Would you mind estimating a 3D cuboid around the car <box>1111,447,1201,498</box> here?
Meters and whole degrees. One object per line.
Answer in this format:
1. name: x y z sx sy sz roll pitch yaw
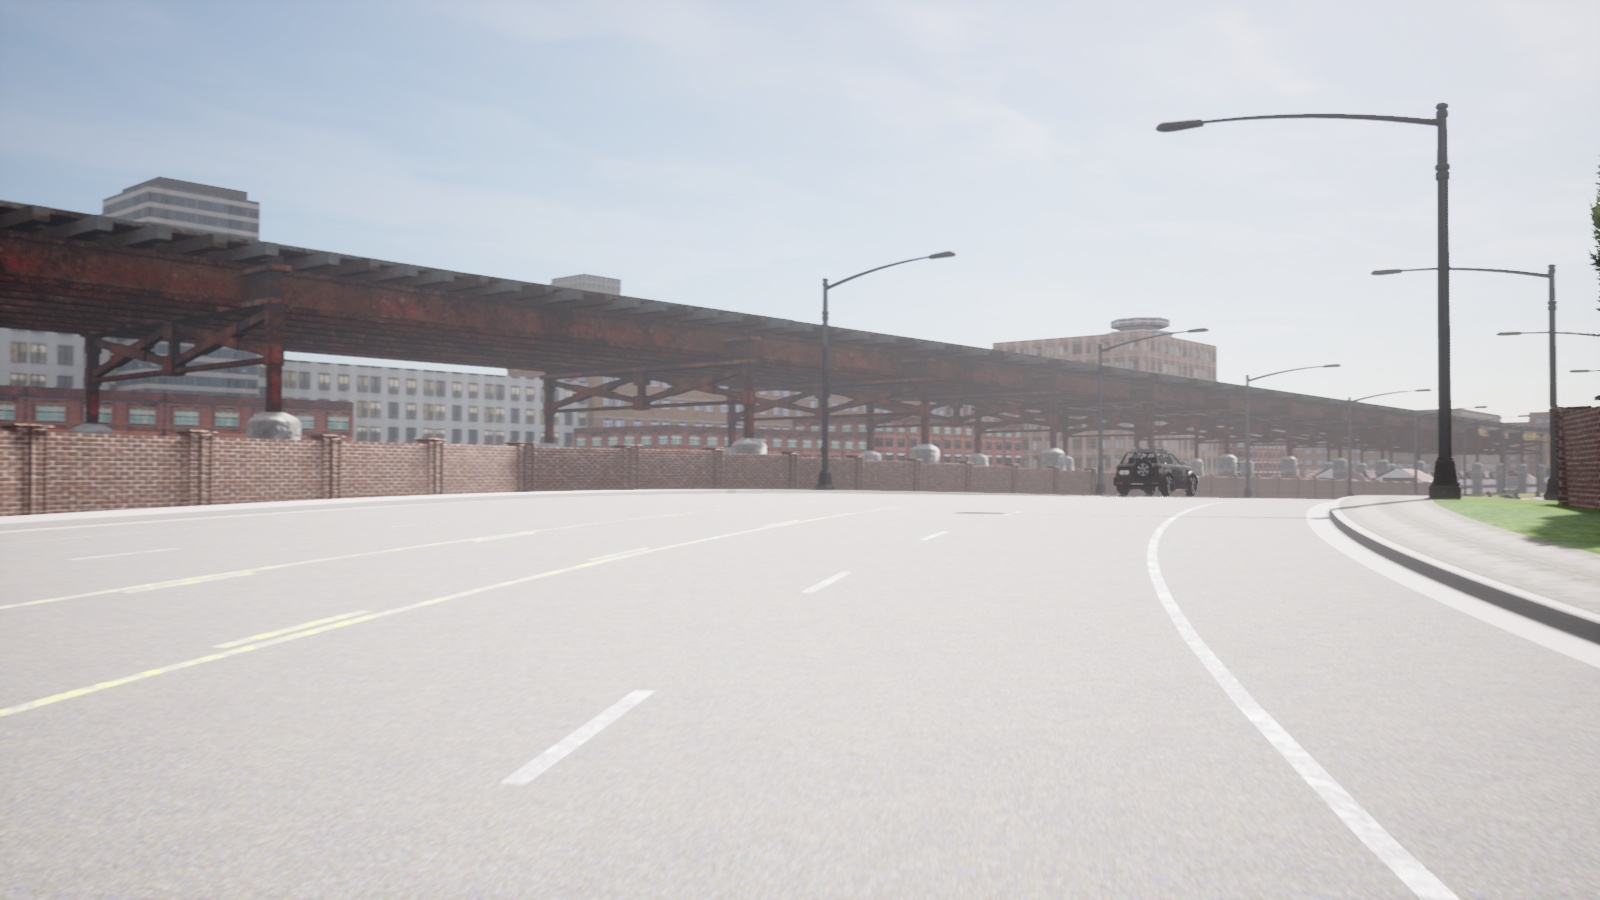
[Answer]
1. car: 13.802 0.908 48.501 1.932 1.855 4.605 -1 -3 35
